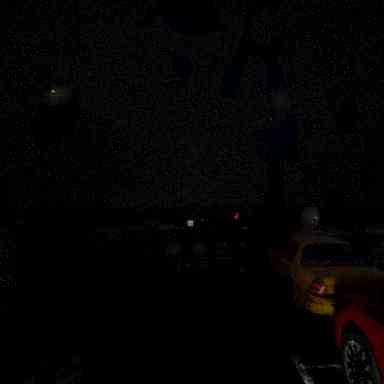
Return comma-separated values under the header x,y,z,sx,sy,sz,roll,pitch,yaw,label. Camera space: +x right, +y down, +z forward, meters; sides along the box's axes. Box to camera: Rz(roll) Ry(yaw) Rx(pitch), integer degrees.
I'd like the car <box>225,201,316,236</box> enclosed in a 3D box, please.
x,y,z,sx,sy,sz,roll,pitch,yaw,label
4.276,1.266,17.487,4.553,1.767,2.097,-1,0,0,car

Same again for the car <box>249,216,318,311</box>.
x,y,z,sx,sy,sz,roll,pitch,yaw,label
2.648,1.511,7.536,1.752,1.417,4.829,0,0,0,car

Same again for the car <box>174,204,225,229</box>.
x,y,z,sx,sy,sz,roll,pitch,yaw,label
1.575,1.467,20.462,5.357,1.411,2.033,-1,0,0,car

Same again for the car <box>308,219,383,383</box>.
x,y,z,sx,sy,sz,roll,pitch,yaw,label
2.640,1.311,1.820,2.192,1.841,5.009,0,0,0,car
